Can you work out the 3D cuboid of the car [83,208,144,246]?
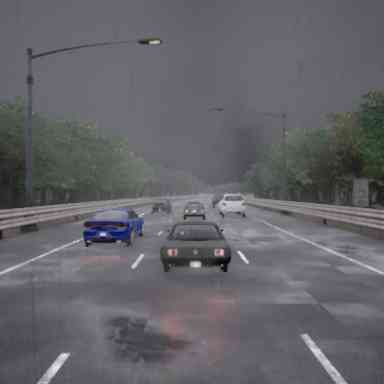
[{"bbox_3d":[-3.386,1.465,15.176,1.882,1.535,5.008,0,0,0],"label":"car"}]

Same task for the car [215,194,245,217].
[{"bbox_3d":[3.680,1.217,31.392,2.150,2.045,5.566,0,0,1],"label":"car"}]

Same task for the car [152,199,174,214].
[{"bbox_3d":[-3.125,1.516,35.560,1.837,1.490,4.892,0,0,1],"label":"car"}]

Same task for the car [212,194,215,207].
[{"bbox_3d":[4.249,1.280,51.258,2.150,2.045,5.566,0,0,2],"label":"car"}]

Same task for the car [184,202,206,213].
[{"bbox_3d":[0.233,1.546,28.452,2.033,1.411,5.357,0,0,1],"label":"car"}]

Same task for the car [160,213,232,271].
[{"bbox_3d":[0.104,1.589,10.818,1.895,1.301,4.718,0,0,0],"label":"car"}]
